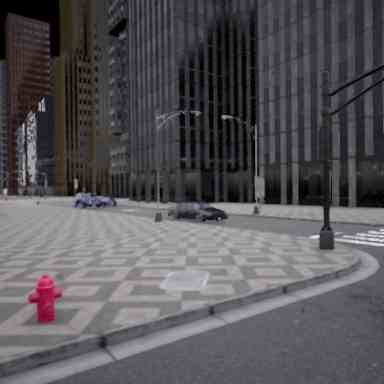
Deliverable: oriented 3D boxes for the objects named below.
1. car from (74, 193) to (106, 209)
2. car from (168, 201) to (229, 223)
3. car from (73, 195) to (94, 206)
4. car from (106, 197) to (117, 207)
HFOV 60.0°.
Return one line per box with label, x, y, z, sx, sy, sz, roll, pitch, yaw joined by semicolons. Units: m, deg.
car;-13.748;1.125;43.724;2.150;2.045;5.566;-1;0;-35
car;0.274;1.382;23.973;2.033;1.411;5.357;-1;1;-35
car;-17.998;1.357;54.953;1.882;1.535;5.008;-1;1;-35
car;-11.999;1.378;46.623;1.812;1.442;4.674;-1;1;-35
